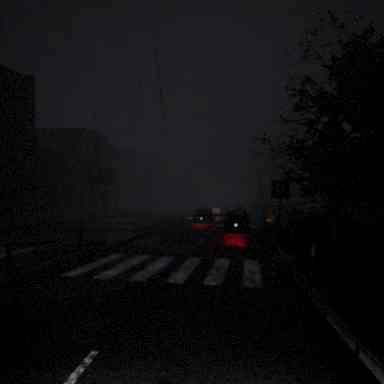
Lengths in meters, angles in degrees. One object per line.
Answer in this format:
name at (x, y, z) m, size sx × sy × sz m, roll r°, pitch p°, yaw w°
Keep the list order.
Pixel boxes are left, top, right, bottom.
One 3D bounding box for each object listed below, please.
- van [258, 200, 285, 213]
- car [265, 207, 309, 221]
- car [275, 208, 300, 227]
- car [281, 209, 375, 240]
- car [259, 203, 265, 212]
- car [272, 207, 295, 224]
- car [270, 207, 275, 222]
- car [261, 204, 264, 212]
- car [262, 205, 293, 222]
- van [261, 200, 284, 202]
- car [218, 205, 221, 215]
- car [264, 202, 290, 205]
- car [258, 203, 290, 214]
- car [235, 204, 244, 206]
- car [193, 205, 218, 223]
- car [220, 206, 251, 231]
van at (13.746, 2.480, 57.585) m, size 4.442 × 1.987 × 1.878 m, roll 1°, pitch 0°, yaw 9°
car at (10.914, 2.484, 38.505) m, size 4.674 × 1.452 × 2.002 m, roll 1°, pitch -1°, yaw 9°
car at (8.393, 2.081, 22.174) m, size 5.008 × 1.535 × 2.097 m, roll 1°, pitch -1°, yaw 9°
car at (7.972, 2.011, 19.452) m, size 4.892 × 1.521 × 2.231 m, roll 1°, pitch -1°, yaw 9°
car at (11.728, 2.569, 43.956) m, size 4.792 × 1.488 × 2.163 m, roll 1°, pitch -1°, yaw 9°
car at (8.824, 2.150, 24.893) m, size 4.892 × 1.521 × 2.231 m, roll 1°, pitch -1°, yaw 9°
car at (9.266, 2.247, 27.606) m, size 4.792 × 1.488 × 2.163 m, roll 1°, pitch -1°, yaw 9°
car at (11.339, 2.533, 41.225) m, size 4.674 × 1.452 × 2.002 m, roll 1°, pitch -1°, yaw 9°
car at (9.475, 2.273, 30.367) m, size 5.366 × 1.575 × 1.946 m, roll 1°, pitch -1°, yaw 9°
van at (12.715, 2.393, 49.377) m, size 4.442 × 1.987 × 1.878 m, roll 1°, pitch -1°, yaw 9°
car at (3.302, 2.505, 46.584) m, size 1.812 × 1.442 × 4.674 m, roll 1°, pitch -1°, yaw 10°
car at (10.468, 2.269, 35.783) m, size 4.553 × 1.767 × 2.185 m, roll 1°, pitch -1°, yaw 9°
car at (13.431, 2.682, 54.841) m, size 4.892 × 1.521 × 2.231 m, roll 1°, pitch 0°, yaw 9°
car at (6.891, 2.523, 48.124) m, size 1.882 × 1.535 × 5.008 m, roll 1°, pitch -1°, yaw 9°
car at (1.250, 2.242, 33.460) m, size 1.837 × 1.490 × 4.892 m, roll 1°, pitch -1°, yaw 9°
car at (3.412, 2.105, 25.468) m, size 1.837 × 1.490 × 4.892 m, roll 1°, pitch -1°, yaw 9°
